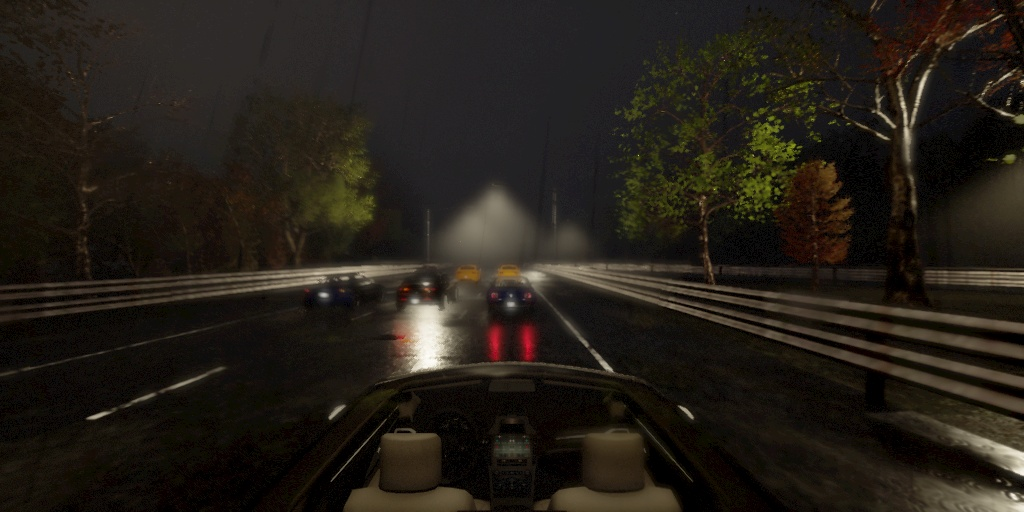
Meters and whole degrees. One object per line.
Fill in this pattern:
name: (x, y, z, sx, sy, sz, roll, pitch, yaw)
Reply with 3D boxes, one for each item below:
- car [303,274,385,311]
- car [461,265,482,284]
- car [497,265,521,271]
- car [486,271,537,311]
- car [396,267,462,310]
car: (-7.027, 1.462, 15.439, 1.994, 1.385, 4.181, 0, -1, 0)
car: (-3.738, 1.551, 31.300, 1.882, 1.535, 5.008, 0, 0, -1)
car: (-0.238, 1.551, 31.357, 1.882, 1.535, 5.008, 0, 0, -1)
car: (-0.029, 1.496, 15.279, 1.895, 1.301, 4.718, 0, -1, 0)
car: (-3.528, 1.405, 15.491, 1.837, 1.490, 4.892, 0, 0, 0)
